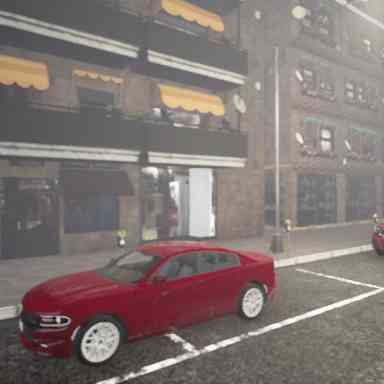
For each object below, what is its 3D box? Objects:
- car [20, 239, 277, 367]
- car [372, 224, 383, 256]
[{"bbox_3d":[-0.462,1.564,5.781,4.507,1.381,1.887,0,-1,-35],"label":"car"},{"bbox_3d":[8.742,1.408,12.342,5.009,1.841,2.192,0,-1,-35],"label":"car"}]
